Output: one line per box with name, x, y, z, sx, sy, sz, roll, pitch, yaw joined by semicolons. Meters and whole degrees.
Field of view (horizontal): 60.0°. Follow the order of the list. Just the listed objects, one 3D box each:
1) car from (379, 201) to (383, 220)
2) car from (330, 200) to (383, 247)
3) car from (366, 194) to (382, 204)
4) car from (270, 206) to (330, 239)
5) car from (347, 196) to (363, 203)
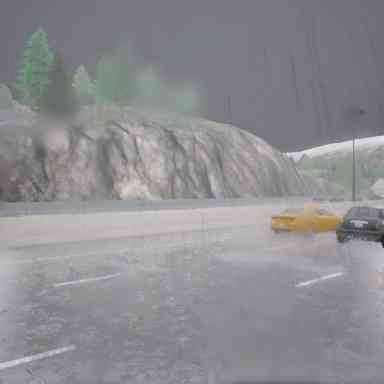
car;17.652;1.492;27.905;4.902;1.511;2.128;0;0;-44
car;8.428;1.363;14.902;4.553;1.767;2.097;0;0;-40
car;35.953;1.325;65.537;2.097;1.767;4.553;0;0;37
car;6.210;1.482;17.610;5.008;1.535;1.882;0;0;-40
car;33.147;1.510;67.629;2.033;1.411;5.357;0;0;37
